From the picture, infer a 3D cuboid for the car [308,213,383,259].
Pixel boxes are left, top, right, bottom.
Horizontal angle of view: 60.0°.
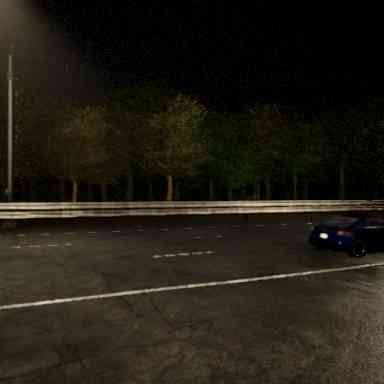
[{"bbox_3d":[6.400,1.496,12.295,4.181,1.385,1.994,0,1,-23],"label":"car"}]
